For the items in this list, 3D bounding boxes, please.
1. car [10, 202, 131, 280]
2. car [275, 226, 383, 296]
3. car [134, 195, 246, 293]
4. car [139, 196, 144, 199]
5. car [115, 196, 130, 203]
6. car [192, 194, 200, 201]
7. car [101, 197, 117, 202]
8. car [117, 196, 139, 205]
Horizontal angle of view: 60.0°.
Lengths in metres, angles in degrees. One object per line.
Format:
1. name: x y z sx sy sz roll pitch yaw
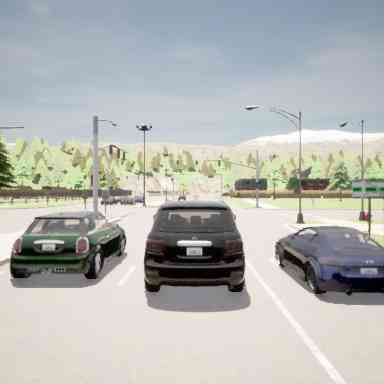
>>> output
1. car: -3.422 1.351 10.118 2.097 1.767 4.553 0 0 0
2. car: 3.574 1.564 8.717 1.994 1.385 4.181 0 0 0
3. car: 0.069 1.222 8.989 2.150 2.045 5.566 0 0 0
4. car: -10.743 1.478 66.239 1.882 1.535 5.008 0 0 1
5. car: -14.188 1.540 68.210 2.033 1.411 5.357 0 0 1
6. car: 1.060 1.311 83.335 1.882 1.535 5.008 0 0 1
7. car: -14.430 1.547 58.154 2.033 1.411 5.357 0 0 1
8. car: -10.948 1.564 57.277 1.994 1.385 4.181 0 0 1
